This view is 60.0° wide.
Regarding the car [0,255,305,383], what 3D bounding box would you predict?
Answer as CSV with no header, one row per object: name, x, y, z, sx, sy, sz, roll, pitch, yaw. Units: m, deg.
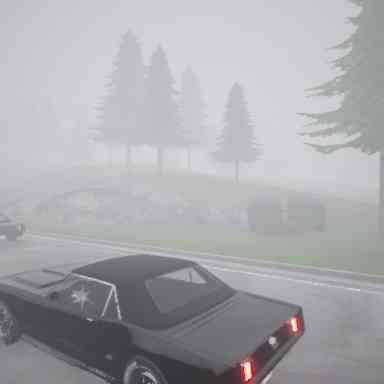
car,-1.032,1.600,4.728,4.718,1.301,1.895,0,0,35

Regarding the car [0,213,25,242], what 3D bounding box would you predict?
car,-9.740,1.601,15.240,4.718,1.301,1.895,0,0,36
